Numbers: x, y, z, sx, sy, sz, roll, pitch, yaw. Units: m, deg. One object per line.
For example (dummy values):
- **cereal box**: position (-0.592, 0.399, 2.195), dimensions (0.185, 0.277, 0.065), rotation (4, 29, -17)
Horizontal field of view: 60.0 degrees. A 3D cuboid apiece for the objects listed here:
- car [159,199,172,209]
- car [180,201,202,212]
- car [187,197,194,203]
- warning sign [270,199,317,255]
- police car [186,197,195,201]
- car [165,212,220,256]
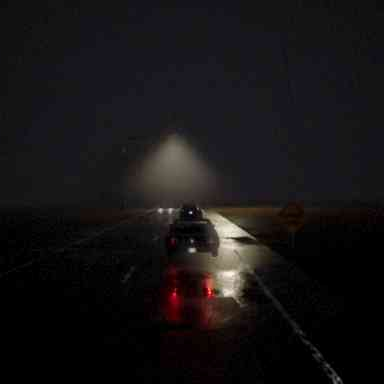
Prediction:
- **car**: position (-4.093, 1.855, 52.099), dimensions (1.837, 1.490, 4.892), rotation (0, 0, -1)
- **car**: position (-0.113, 1.760, 30.397), dimensions (1.994, 1.385, 4.181), rotation (0, 0, 0)
- **car**: position (-0.483, 2.166, 91.708), dimensions (1.837, 1.490, 4.892), rotation (0, 0, -2)
- **warning sign**: position (3.516, 1.189, 11.665), dimensions (1.300, 1.860, 1.060), rotation (0, -1, 0)
- **police car**: position (-0.175, 2.005, 81.813), dimensions (1.930, 1.638, 5.238), rotation (0, 0, -2)
- **car**: position (0.018, 1.686, 13.440), dimensions (1.895, 1.301, 4.718), rotation (0, 0, 0)
